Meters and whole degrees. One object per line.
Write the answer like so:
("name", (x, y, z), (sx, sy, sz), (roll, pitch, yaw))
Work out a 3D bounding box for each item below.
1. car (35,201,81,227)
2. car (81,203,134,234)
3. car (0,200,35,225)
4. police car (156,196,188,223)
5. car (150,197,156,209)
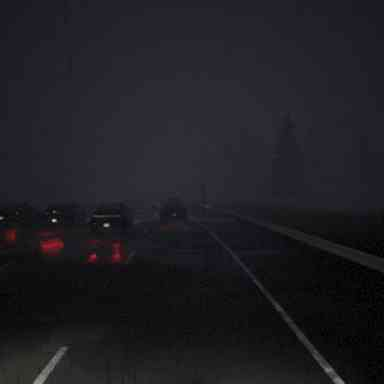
("car", (-8.144, 1.371, 21.444), (1.837, 1.490, 4.892), (0, 0, -6))
("car", (-4.347, 1.374, 18.466), (2.128, 1.511, 4.902), (0, 0, -5))
("car", (-11.785, 1.388, 22.456), (1.812, 1.442, 4.674), (0, 0, -6))
("police car", (-1.443, 1.268, 24.301), (1.930, 1.638, 5.238), (0, 0, -6))
("car", (-4.001, 1.265, 40.718), (1.812, 1.442, 4.674), (0, 0, -11))
